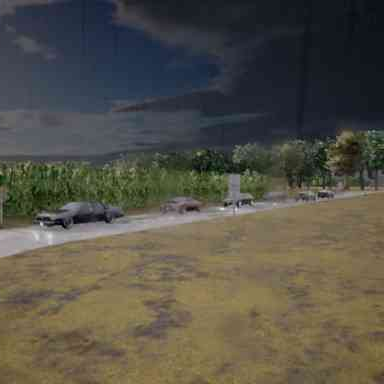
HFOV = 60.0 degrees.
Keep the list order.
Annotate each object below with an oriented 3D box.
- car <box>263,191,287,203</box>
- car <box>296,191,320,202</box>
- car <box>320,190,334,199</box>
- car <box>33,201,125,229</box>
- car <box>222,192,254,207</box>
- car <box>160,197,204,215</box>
[{"bbox_3d":[11.172,0.609,44.604,1.882,1.535,5.008,0,1,36],"label":"car"},{"bbox_3d":[15.896,0.568,46.258,1.837,1.490,4.892,0,1,35],"label":"car"},{"bbox_3d":[22.168,0.337,55.133,1.882,1.535,5.008,0,1,35],"label":"car"},{"bbox_3d":[-6.440,1.247,19.690,2.033,1.411,5.357,0,1,34],"label":"car"},{"bbox_3d":[5.088,0.830,36.058,1.837,1.490,4.892,0,1,36],"label":"car"},{"bbox_3d":[-0.797,1.078,27.761,1.994,1.385,4.181,0,1,34],"label":"car"}]
